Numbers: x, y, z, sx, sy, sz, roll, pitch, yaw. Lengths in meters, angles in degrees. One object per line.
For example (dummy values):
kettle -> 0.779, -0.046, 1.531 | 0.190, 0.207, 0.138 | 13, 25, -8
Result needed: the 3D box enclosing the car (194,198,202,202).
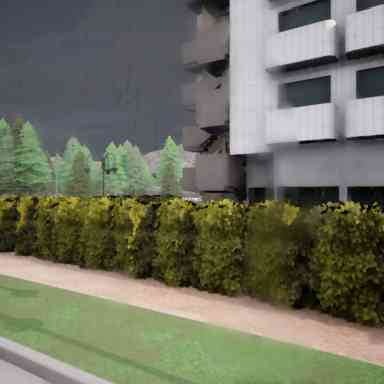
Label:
car -> 1.817, 1.547, 45.648 | 2.033, 1.411, 5.357 | 0, 0, 35
